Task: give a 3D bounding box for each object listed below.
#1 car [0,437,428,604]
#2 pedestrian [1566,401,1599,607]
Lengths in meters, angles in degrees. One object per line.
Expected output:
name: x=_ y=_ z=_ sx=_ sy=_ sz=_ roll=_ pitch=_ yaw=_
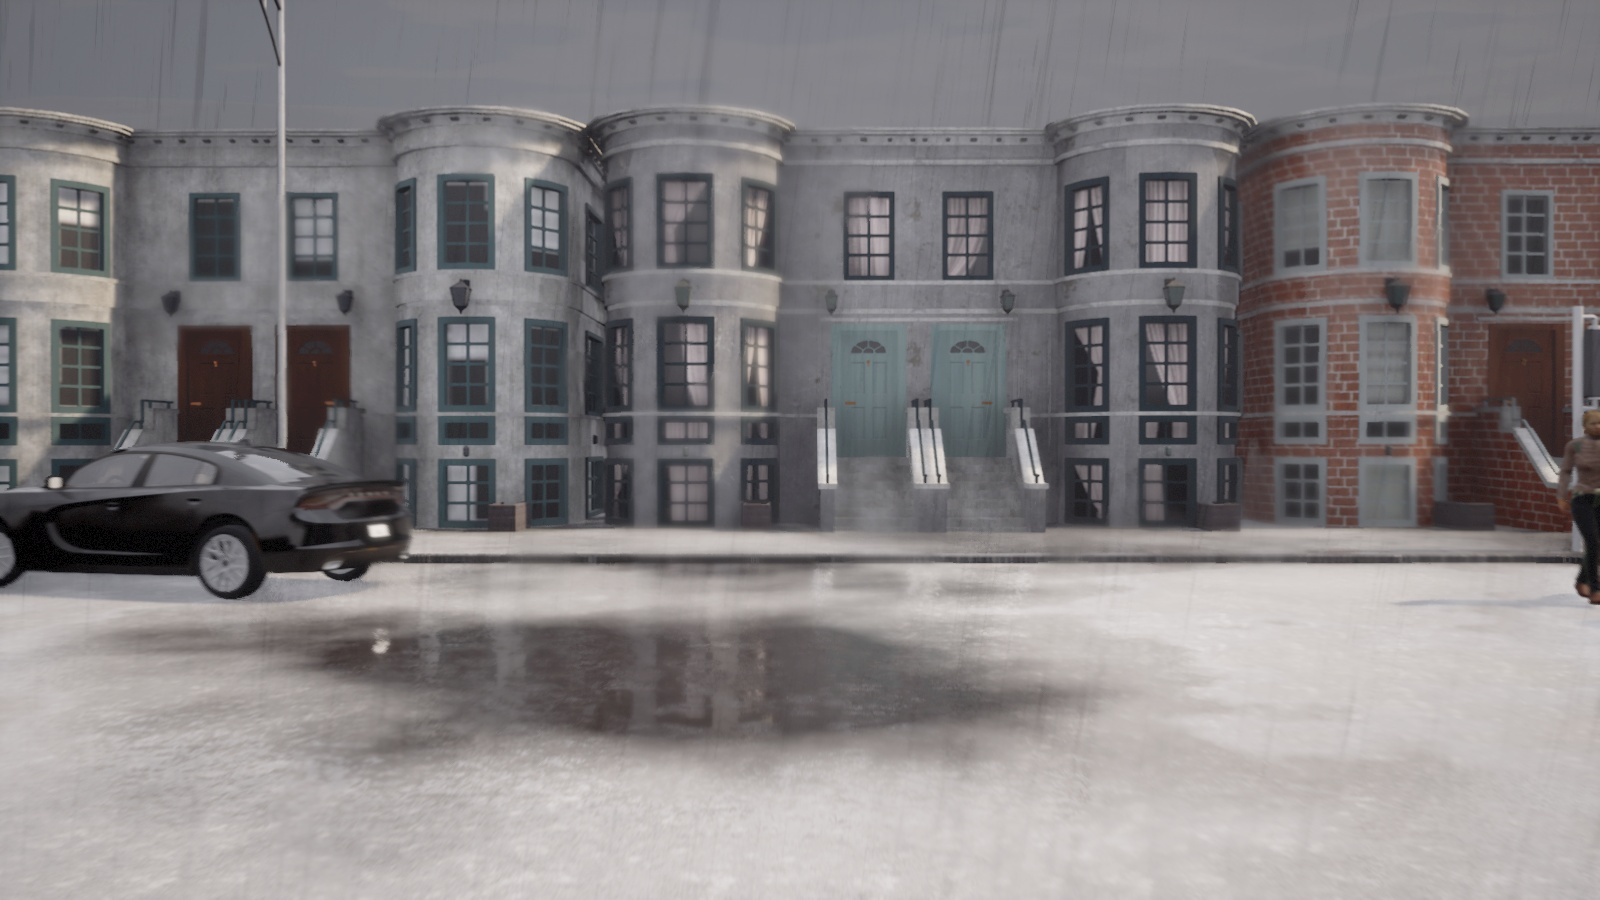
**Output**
car: x=-6.619 y=0.644 z=13.177 sx=5.008 sy=1.535 sz=1.882 roll=0 pitch=0 yaw=17
pedestrian: x=7.320 y=0.482 z=11.545 sx=0.331 sy=1.846 sz=0.634 roll=0 pitch=0 yaw=19
